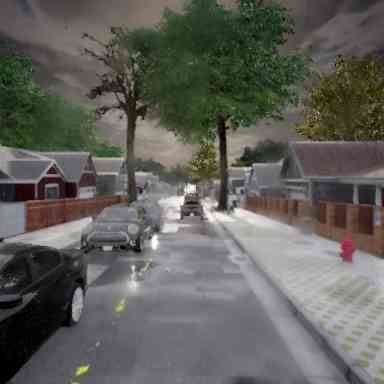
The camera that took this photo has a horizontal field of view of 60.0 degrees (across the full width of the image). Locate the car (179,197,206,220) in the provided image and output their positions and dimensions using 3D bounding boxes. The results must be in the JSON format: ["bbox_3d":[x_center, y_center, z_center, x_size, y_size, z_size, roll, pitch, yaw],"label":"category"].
[{"bbox_3d":[0.020,1.398,27.058,1.837,1.490,4.892,0,0,0],"label":"car"}]

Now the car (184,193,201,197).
[{"bbox_3d":[0.074,1.099,44.653,2.150,2.045,5.566,0,0,0],"label":"car"}]

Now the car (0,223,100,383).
[{"bbox_3d":[-2.836,1.455,4.117,1.882,1.535,5.008,0,0,0],"label":"car"}]

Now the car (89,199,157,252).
[{"bbox_3d":[-2.830,1.286,13.411,2.097,1.767,4.553,0,0,0],"label":"car"}]

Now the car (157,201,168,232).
[{"bbox_3d":[-2.751,1.263,19.271,2.097,1.767,4.553,0,0,0],"label":"car"}]
